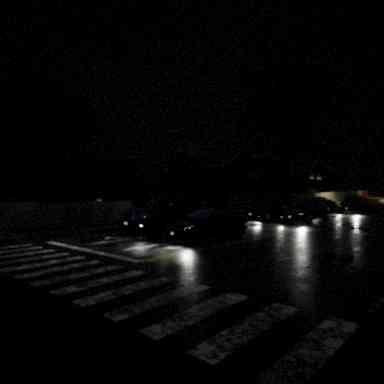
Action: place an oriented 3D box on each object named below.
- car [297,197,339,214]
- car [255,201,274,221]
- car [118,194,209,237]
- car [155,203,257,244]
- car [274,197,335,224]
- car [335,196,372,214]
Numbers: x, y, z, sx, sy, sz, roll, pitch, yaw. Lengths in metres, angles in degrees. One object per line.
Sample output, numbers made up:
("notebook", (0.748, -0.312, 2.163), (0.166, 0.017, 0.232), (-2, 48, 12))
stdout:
("car", (12.510, 1.245, 32.840), (2.033, 1.411, 5.357), (-1, 0, 42))
("car", (5.499, 1.392, 25.304), (1.994, 1.385, 4.181), (-1, 0, 42))
("car", (-1.252, 1.136, 18.019), (5.566, 2.045, 2.150), (-1, 0, -45))
("car", (0.801, 1.420, 15.466), (1.812, 1.442, 4.674), (-1, 0, 45))
("car", (7.895, 1.308, 23.101), (1.837, 1.490, 4.892), (-1, 0, 43))
("car", (15.143, 1.173, 30.878), (1.837, 1.490, 4.892), (-1, 0, 43))
